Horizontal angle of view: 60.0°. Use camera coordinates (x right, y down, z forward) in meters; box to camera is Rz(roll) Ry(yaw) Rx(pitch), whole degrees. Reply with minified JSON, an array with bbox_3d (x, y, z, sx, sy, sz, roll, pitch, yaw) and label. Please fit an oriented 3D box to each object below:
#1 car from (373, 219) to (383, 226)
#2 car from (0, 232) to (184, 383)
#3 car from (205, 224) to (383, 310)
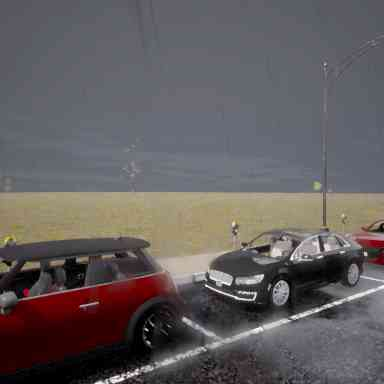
[{"bbox_3d":[6.807,1.548,10.954,4.507,1.381,1.887,0,1,-36],"label":"car"},{"bbox_3d":[-2.202,1.440,4.516,4.097,1.590,1.967,0,1,-36],"label":"car"},{"bbox_3d":[2.302,1.552,7.735,4.403,1.369,2.008,0,1,-36],"label":"car"}]
